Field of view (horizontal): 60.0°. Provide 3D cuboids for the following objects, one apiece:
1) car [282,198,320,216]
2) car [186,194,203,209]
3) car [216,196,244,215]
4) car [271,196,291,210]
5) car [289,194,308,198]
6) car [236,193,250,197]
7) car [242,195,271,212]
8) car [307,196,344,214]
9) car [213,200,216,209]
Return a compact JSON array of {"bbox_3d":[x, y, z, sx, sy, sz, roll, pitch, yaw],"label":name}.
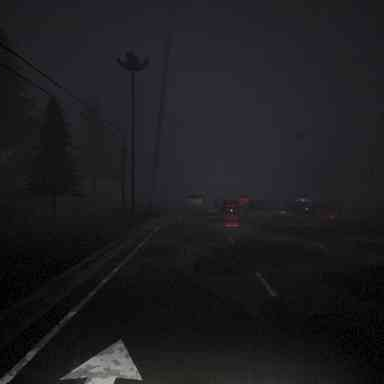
[{"bbox_3d":[10.783,1.564,33.184,1.994,1.385,4.181,0,0,0],"label":"car"},{"bbox_3d":[0.344,1.221,44.652,2.150,2.045,5.566,0,0,1],"label":"car"},{"bbox_3d":[3.787,1.505,34.053,1.837,1.490,4.892,0,0,0],"label":"car"},{"bbox_3d":[10.819,1.547,43.273,2.033,1.411,5.357,0,0,0],"label":"car"},{"bbox_3d":[14.342,1.221,45.555,2.150,2.045,5.566,0,0,0],"label":"car"},{"bbox_3d":[7.352,1.221,48.317,2.150,2.045,5.566,0,0,1],"label":"car"},{"bbox_3d":[7.313,1.478,38.305,1.882,1.535,5.008,0,0,1],"label":"car"},{"bbox_3d":[14.295,1.492,35.307,2.128,1.511,4.902,0,0,0],"label":"car"},{"bbox_3d":[3.824,1.547,44.435,2.033,1.411,5.357,0,0,1],"label":"car"}]
